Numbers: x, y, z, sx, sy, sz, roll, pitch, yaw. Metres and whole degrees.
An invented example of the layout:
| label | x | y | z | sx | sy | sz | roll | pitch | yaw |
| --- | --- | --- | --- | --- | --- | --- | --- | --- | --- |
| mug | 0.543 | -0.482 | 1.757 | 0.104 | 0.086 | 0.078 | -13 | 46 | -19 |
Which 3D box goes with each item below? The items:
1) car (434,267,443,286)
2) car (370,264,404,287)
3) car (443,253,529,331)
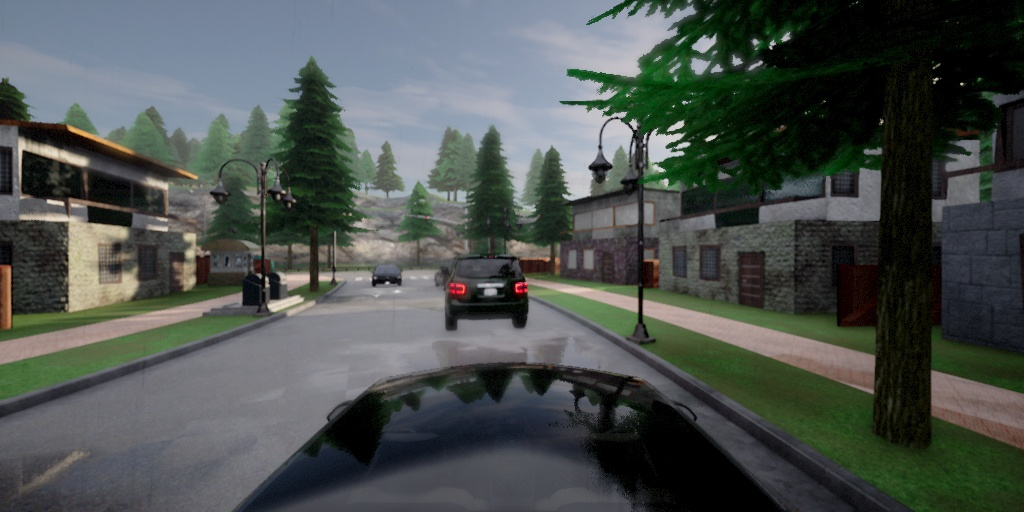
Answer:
| label | x | y | z | sx | sy | sz | roll | pitch | yaw |
| --- | --- | --- | --- | --- | --- | --- | --- | --- | --- |
| car | -3.398 | 1.226 | 21.362 | 2.033 | 1.411 | 5.357 | 0 | 0 | -21 |
| car | -8.360 | 1.217 | 23.997 | 2.033 | 1.411 | 5.357 | 0 | 0 | -20 |
| car | -0.977 | 0.937 | 11.165 | 2.150 | 2.045 | 5.566 | 0 | 0 | -10 |
